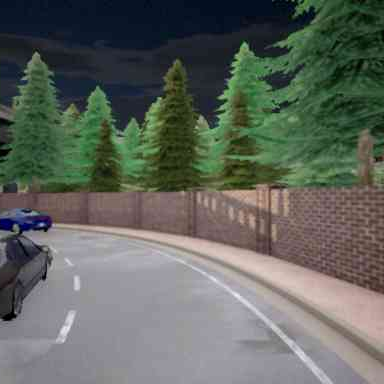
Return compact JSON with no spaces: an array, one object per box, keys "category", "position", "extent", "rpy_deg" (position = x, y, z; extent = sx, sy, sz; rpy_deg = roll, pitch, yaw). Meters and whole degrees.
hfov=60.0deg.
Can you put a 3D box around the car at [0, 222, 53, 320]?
[{"category":"car","position":[-4.401,1.645,7.240],"extent":[2.033,1.411,5.357],"rpy_deg":[0,-1,-14]}]

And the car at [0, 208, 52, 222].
[{"category":"car","position":[-10.822,1.752,20.690],"extent":[5.008,1.535,1.882],"rpy_deg":[0,-1,32]}]
